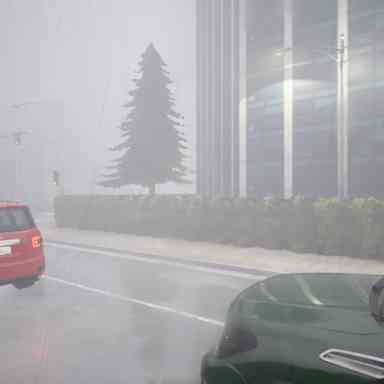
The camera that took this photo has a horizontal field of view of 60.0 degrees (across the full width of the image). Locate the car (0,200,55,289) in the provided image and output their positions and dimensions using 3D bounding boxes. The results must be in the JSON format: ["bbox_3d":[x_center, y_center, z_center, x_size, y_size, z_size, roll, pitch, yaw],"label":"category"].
[{"bbox_3d":[-5.740,1.221,8.023,5.566,2.045,2.150,0,0,38],"label":"car"}]

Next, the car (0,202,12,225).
[{"bbox_3d":[-14.942,1.491,21.946,2.128,1.511,4.902,0,0,36],"label":"car"}]

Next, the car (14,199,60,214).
[{"bbox_3d":[-17.178,1.564,37.017,1.994,1.385,4.181,0,0,36],"label":"car"}]

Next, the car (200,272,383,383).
[{"bbox_3d":[2.730,1.221,2.043,5.566,2.045,2.150,0,0,36],"label":"car"}]
